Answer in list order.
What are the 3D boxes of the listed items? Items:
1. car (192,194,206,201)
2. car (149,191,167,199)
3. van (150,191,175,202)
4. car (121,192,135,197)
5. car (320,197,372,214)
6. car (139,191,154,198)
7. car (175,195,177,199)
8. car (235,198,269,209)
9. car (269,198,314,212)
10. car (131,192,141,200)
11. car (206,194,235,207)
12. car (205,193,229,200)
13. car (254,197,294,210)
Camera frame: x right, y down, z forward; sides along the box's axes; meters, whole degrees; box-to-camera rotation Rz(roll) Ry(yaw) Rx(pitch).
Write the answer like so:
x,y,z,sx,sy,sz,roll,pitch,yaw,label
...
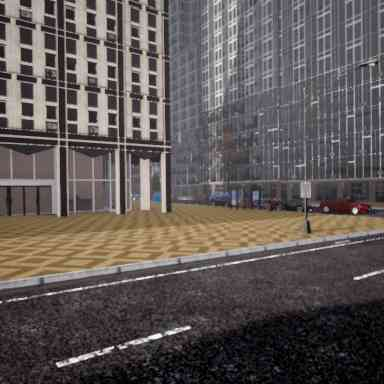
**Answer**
x,y,z,sx,sy,sz,roll,pitch,yaw,label
1.659,1.029,63.397,1.802,1.307,4.206,-1,1,-34,car
-7.973,0.601,77.464,2.192,1.841,5.009,-1,1,-34,car
-5.256,0.926,58.662,1.690,1.788,3.998,-1,1,-34,van
-17.604,0.674,91.536,2.008,1.369,4.403,-1,1,-34,car
15.267,1.318,33.241,1.882,1.535,5.008,-1,1,-34,car
-11.183,0.672,82.155,1.967,1.590,4.097,-1,1,-34,car
-4.762,0.922,72.777,1.802,1.307,4.206,-1,1,-34,car
7.492,1.377,39.844,1.802,1.307,4.206,-1,1,-34,car
10.689,1.413,35.142,1.947,1.339,4.313,-1,1,-34,car
-11.677,1.028,68.045,2.008,1.369,4.403,0,1,-34,car
4.330,1.309,44.566,1.947,1.339,4.313,-1,1,-34,car
4.403,1.229,49.137,1.994,1.385,4.181,-1,1,-34,car
10.048,1.357,40.884,1.895,1.301,4.718,-1,1,-35,car
